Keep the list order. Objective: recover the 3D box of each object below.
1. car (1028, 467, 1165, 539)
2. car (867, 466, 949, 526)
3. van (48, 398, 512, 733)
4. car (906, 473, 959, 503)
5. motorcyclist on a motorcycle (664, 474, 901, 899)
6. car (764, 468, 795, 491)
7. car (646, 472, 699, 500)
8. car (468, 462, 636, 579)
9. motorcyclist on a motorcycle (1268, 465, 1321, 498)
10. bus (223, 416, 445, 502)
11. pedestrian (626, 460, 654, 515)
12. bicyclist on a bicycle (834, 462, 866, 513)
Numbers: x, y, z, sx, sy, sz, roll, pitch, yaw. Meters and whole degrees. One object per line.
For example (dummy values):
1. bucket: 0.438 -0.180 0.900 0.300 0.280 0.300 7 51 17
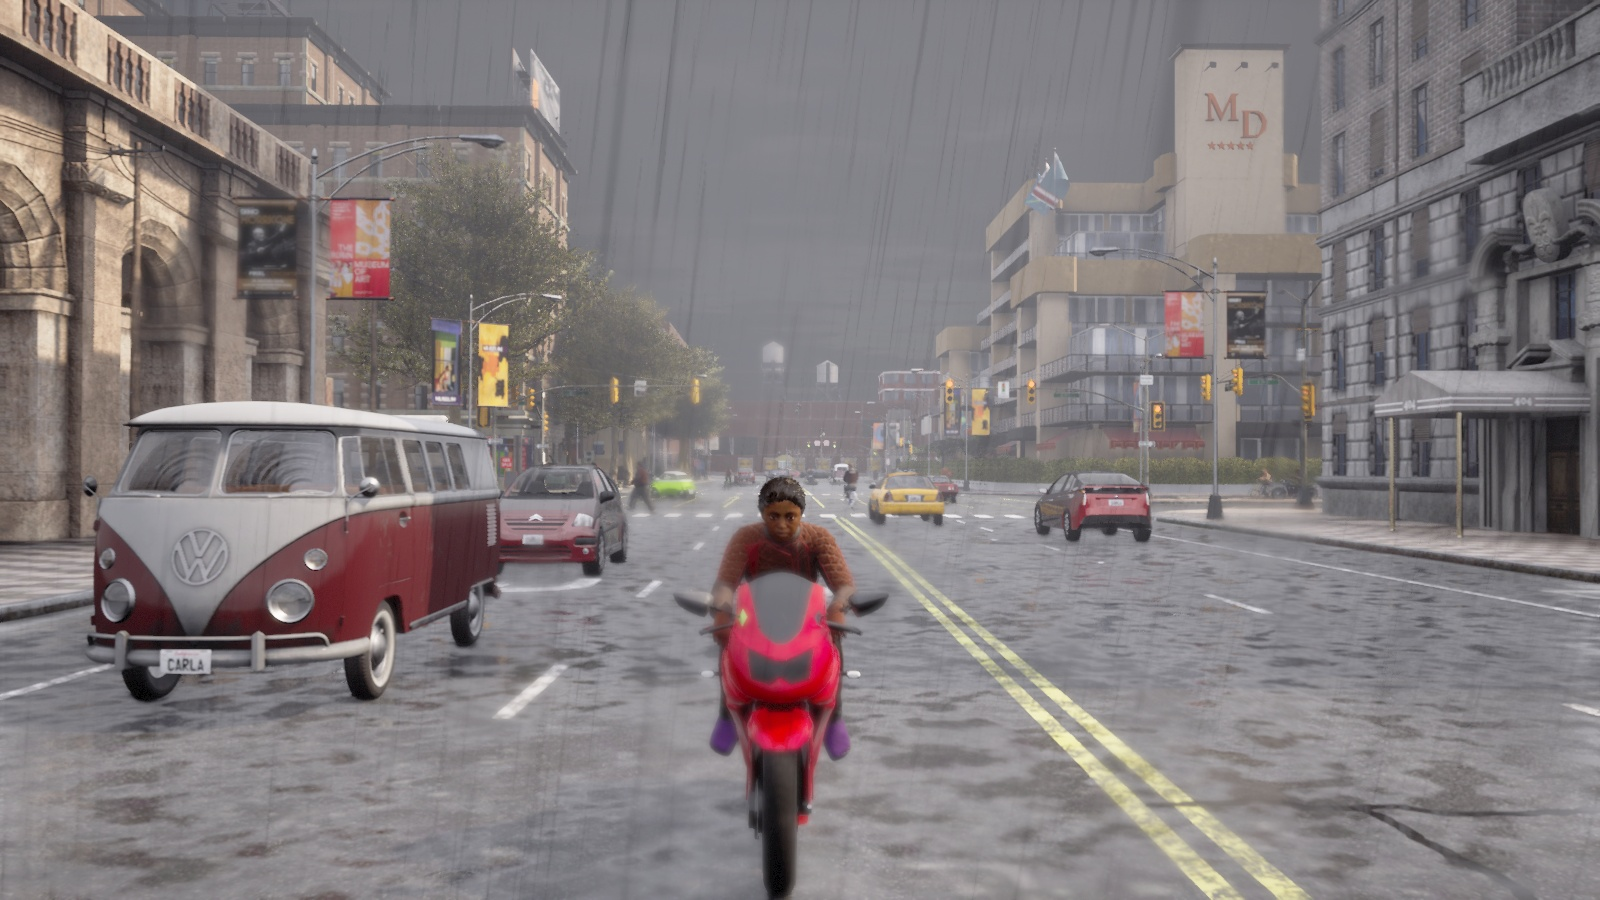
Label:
1. car: 6.673 1.149 28.782 2.007 1.525 4.514 0 -1 -1
2. car: 3.031 1.262 36.167 1.801 1.575 5.366 0 -1 -1
3. van: -3.608 0.719 9.704 1.775 1.987 4.442 0 -1 -1
4. car: 6.115 1.734 58.420 1.895 1.301 4.718 0 -1 -1
5. motorcyclist on a motorcycle: -0.069 0.869 5.271 0.797 1.523 2.044 0 -1 0
6. car: -1.436 2.046 87.728 2.128 1.511 4.902 0 -1 -1
7. car: -6.516 1.823 64.224 2.207 1.376 1.481 0 -1 31
8. car: -3.691 1.005 19.365 1.851 1.617 3.988 0 -1 -1
9. motorcyclist on a motorcycle: 24.891 1.579 63.202 2.350 1.649 0.766 0 -1 -1
10. bus: -23.843 0.472 64.977 10.273 4.253 3.944 0 -1 -12
11. pedestrian: -5.367 1.249 42.107 0.899 1.844 0.634 0 -1 -5
12. bicyclist on a bicycle: 1.787 1.331 45.293 0.659 1.776 1.843 0 -1 -13
